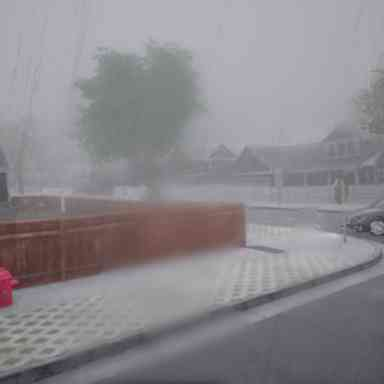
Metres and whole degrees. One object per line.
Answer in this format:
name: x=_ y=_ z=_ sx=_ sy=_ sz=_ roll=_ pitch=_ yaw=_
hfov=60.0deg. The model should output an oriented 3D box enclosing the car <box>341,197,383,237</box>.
car: x=8.665 y=0.801 z=13.593 sx=4.892 sy=1.490 sz=1.837 roll=-7 pitch=1 yaw=3
